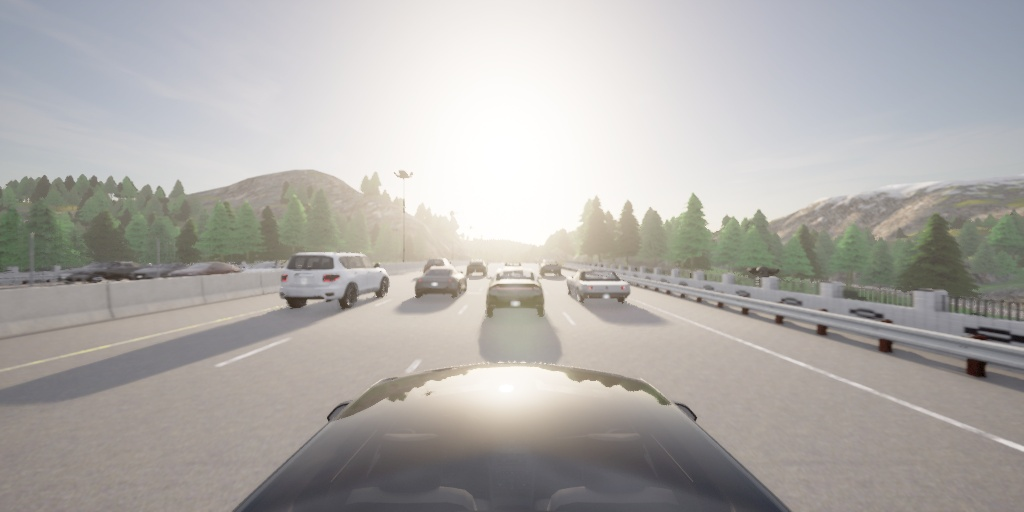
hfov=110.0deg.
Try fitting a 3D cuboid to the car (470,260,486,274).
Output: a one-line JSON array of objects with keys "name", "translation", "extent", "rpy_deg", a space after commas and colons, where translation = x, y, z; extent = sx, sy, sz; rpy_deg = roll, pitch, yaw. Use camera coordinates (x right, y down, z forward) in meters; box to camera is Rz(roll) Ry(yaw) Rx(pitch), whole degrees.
[{"name": "car", "translation": [-3.397, 1.143, 35.499], "extent": [1.837, 1.490, 4.892], "rpy_deg": [0, 0, 0]}]

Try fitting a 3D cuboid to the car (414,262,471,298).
[{"name": "car", "translation": [-3.399, 1.200, 17.762], "extent": [1.994, 1.385, 4.181], "rpy_deg": [0, 0, 0]}]

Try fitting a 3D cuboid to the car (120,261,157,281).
[{"name": "car", "translation": [-24.594, 1.177, 25.674], "extent": [1.994, 1.385, 4.181], "rpy_deg": [0, 0, 0]}]

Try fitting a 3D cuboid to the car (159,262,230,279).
[{"name": "car", "translation": [-21.090, 1.140, 24.847], "extent": [1.812, 1.442, 4.674], "rpy_deg": [0, 0, 0]}]

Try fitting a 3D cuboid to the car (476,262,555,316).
[{"name": "car", "translation": [0.102, 1.157, 12.872], "extent": [2.128, 1.511, 4.902], "rpy_deg": [0, 0, 0]}]

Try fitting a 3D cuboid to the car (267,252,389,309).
[{"name": "car", "translation": [-6.889, 0.876, 14.589], "extent": [2.150, 2.045, 5.566], "rpy_deg": [0, 0, 0]}]

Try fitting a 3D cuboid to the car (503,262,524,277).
[{"name": "car", "translation": [0.104, 1.234, 34.657], "extent": [1.895, 1.301, 4.718], "rpy_deg": [0, 0, 0]}]

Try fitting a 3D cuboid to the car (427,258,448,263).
[{"name": "car", "translation": [-6.897, 0.982, 34.038], "extent": [2.097, 1.767, 4.553], "rpy_deg": [0, 0, 0]}]

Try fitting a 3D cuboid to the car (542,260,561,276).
[{"name": "car", "translation": [3.603, 1.124, 34.525], "extent": [2.128, 1.511, 4.902], "rpy_deg": [0, 0, 0]}]

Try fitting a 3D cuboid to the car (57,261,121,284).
[{"name": "car", "translation": [-28.094, 1.106, 24.970], "extent": [2.128, 1.511, 4.902], "rpy_deg": [0, 0, 0]}]

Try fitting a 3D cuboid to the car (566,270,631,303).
[{"name": "car", "translation": [3.602, 1.247, 15.898], "extent": [1.895, 1.301, 4.718], "rpy_deg": [0, 0, 0]}]

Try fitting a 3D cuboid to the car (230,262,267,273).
[{"name": "car", "translation": [-17.595, 1.138, 26.102], "extent": [1.812, 1.442, 4.674], "rpy_deg": [0, 0, 0]}]
